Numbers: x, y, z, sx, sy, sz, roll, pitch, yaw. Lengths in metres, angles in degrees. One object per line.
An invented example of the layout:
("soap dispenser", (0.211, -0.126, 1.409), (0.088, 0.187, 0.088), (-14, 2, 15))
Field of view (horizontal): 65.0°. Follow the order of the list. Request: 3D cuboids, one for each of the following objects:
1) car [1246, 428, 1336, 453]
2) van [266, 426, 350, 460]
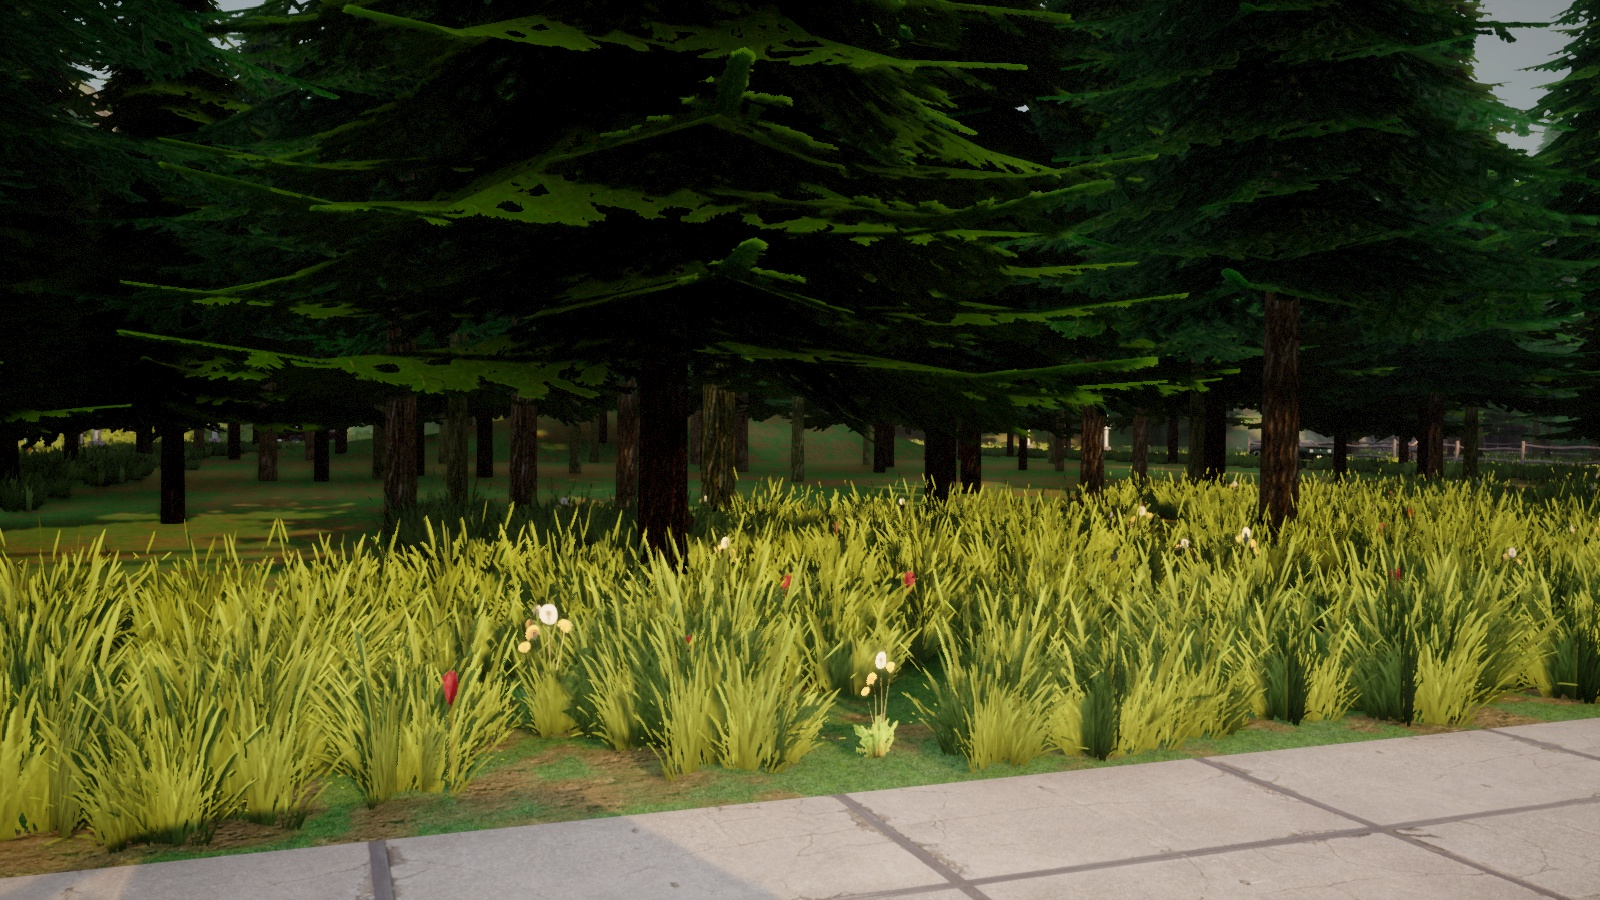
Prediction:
("car", (26.716, -0.531, 68.480), (1.895, 1.301, 4.718), (-1, 1, -20))
("van", (-31.016, -0.458, 79.178), (4.480, 2.038, 2.069), (-1, 1, -41))
